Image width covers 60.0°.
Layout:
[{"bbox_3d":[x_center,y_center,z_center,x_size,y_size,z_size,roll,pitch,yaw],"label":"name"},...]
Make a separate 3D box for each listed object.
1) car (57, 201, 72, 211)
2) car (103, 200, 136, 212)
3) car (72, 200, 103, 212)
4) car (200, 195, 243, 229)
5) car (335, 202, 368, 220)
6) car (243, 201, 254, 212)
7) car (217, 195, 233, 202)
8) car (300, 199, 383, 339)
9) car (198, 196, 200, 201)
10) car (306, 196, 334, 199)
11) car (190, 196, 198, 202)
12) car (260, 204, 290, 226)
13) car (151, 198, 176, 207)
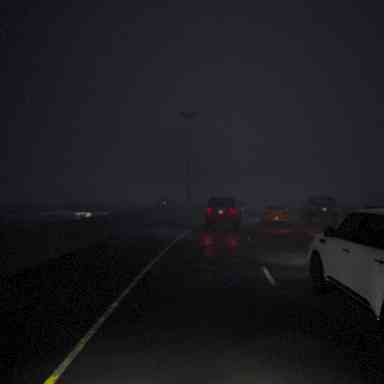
[{"bbox_3d":[-15.071,1.752,42.547,1.895,1.301,4.718,0,0,16],"label":"car"},{"bbox_3d":[-8.415,1.682,40.291,1.812,1.442,4.674,0,0,16],"label":"car"},{"bbox_3d":[-11.903,1.699,40.955,2.033,1.411,5.357,0,0,15],"label":"car"},{"bbox_3d":[2.201,1.328,22.924,2.150,2.045,5.566,0,0,10],"label":"car"},{"bbox_3d":[14.536,1.695,30.601,1.812,1.442,4.674,0,0,13],"label":"car"},{"bbox_3d":[6.574,1.797,41.055,1.895,1.301,4.718,0,0,17],"label":"car"},{"bbox_3d":[7.712,1.477,78.364,1.837,1.490,4.892,0,0,31],"label":"car"},{"bbox_3d":[3.826,1.257,5.859,2.150,2.045,5.566,0,0,3],"label":"car"},{"bbox_3d":[3.953,1.710,78.853,1.895,1.301,4.718,0,0,29],"label":"car"},{"bbox_3d":[9.933,1.360,26.214,2.150,2.045,5.566,0,0,11],"label":"car"},{"bbox_3d":[0.944,1.653,80.642,2.033,1.411,5.357,0,0,29],"label":"car"},{"bbox_3d":[6.032,1.599,24.374,1.882,1.535,5.008,0,0,10],"label":"car"},{"bbox_3d":[-3.659,1.535,44.075,2.097,1.767,4.553,0,0,18],"label":"car"}]
